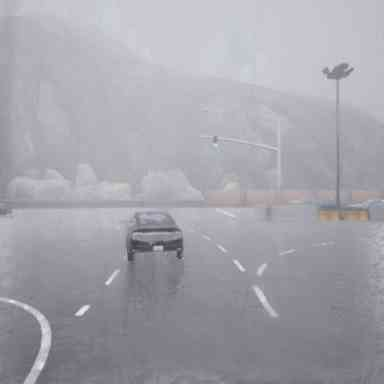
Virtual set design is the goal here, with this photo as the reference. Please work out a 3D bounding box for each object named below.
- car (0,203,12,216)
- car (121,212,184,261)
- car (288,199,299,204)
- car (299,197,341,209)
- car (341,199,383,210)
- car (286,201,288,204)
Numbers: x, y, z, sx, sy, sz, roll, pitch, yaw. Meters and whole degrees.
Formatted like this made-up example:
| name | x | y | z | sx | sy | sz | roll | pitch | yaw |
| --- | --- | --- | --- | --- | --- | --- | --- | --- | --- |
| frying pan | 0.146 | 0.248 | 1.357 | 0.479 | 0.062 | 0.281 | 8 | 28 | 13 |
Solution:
| name | x | y | z | sx | sy | sz | roll | pitch | yaw |
| --- | --- | --- | --- | --- | --- | --- | --- | --- | --- |
| car | -18.748 | 1.529 | 29.916 | 4.674 | 1.442 | 1.812 | 0 | 0 | -1 |
| car | -1.564 | 1.480 | 12.412 | 2.128 | 1.511 | 4.902 | 0 | 0 | -13 |
| car | 14.153 | 1.418 | 38.969 | 4.674 | 1.442 | 1.812 | -1 | 0 | -4 |
| car | 14.522 | 1.384 | 35.492 | 4.902 | 1.511 | 2.128 | -1 | 0 | -3 |
| car | 17.335 | 1.419 | 32.154 | 4.674 | 1.442 | 1.812 | 0 | 0 | -4 |
| car | 14.482 | 1.362 | 42.498 | 5.008 | 1.535 | 1.882 | 0 | 0 | -3 |
